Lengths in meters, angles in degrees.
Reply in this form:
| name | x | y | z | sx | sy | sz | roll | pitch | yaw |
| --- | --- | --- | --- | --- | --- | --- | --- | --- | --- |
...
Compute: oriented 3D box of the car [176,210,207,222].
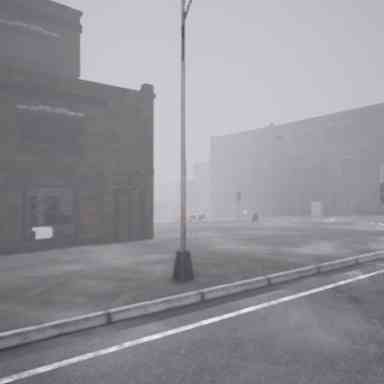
| name | x | y | z | sx | sy | sz | roll | pitch | yaw |
| --- | --- | --- | --- | --- | --- | --- | --- | --- | --- |
| car | -0.150 | 3.076 | 42.813 | 1.882 | 1.535 | 5.008 | 0 | -5 | -36 |
